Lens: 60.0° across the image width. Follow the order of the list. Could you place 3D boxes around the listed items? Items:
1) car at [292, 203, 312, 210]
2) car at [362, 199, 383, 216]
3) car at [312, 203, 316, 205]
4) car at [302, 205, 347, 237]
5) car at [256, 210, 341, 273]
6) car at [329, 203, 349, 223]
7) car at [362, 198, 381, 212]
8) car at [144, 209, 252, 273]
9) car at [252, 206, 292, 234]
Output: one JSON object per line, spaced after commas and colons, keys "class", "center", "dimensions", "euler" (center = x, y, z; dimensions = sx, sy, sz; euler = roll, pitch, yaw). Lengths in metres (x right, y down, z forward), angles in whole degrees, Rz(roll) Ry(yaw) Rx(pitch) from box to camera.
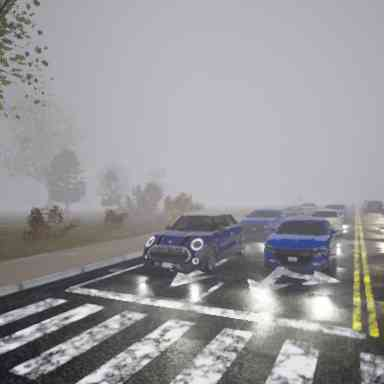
{"class": "car", "center": [8.776, 1.888, 28.649], "dimensions": [1.994, 1.385, 4.181], "euler": [-1, -1, 27]}
{"class": "car", "center": [20.272, 1.680, 36.986], "dimensions": [2.097, 1.767, 4.553], "euler": [-1, -1, 27]}
{"class": "car", "center": [13.276, 1.933, 37.682], "dimensions": [1.812, 1.442, 4.674], "euler": [-1, -1, 27]}
{"class": "car", "center": [7.906, 1.730, 19.588], "dimensions": [1.812, 1.442, 4.674], "euler": [-1, -1, 26]}
{"class": "car", "center": [3.885, 1.606, 11.453], "dimensions": [1.882, 1.535, 5.008], "euler": [-1, -1, 26]}
{"class": "car", "center": [12.527, 1.768, 28.896], "dimensions": [1.882, 1.535, 5.008], "euler": [-1, -1, 26]}
{"class": "car", "center": [24.365, 1.755, 45.305], "dimensions": [2.097, 1.767, 4.553], "euler": [-1, -1, 26]}
{"class": "car", "center": [0.282, 1.517, 11.499], "dimensions": [2.097, 1.767, 4.553], "euler": [-1, -1, 26]}
{"class": "car", "center": [4.371, 1.720, 19.766], "dimensions": [1.882, 1.535, 5.008], "euler": [-1, -1, 26]}
